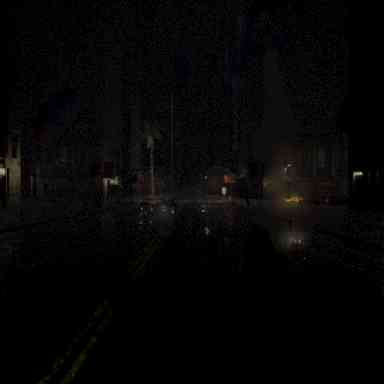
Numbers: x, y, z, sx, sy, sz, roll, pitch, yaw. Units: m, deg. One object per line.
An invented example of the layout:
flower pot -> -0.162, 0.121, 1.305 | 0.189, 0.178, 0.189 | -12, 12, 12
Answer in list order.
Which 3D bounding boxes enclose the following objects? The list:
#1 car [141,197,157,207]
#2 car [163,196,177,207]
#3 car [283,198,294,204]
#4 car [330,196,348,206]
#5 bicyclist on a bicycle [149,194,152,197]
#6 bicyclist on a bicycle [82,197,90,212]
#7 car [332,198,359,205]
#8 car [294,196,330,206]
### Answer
car -> -6.513, 1.449, 49.896 | 1.812, 1.442, 4.674 | 0, 0, 0
car -> -3.261, 1.416, 50.135 | 2.128, 1.511, 4.902 | 0, 0, 0
car -> 20.590, 1.731, 66.097 | 4.829, 1.417, 1.752 | 1, -1, 0
car -> 25.820, 1.583, 57.555 | 5.009, 1.841, 2.192 | 1, -1, 0
bicyclist on a bicycle -> -8.930, 1.238, 71.433 | 0.659, 1.776, 1.843 | 0, 0, -1
bicyclist on a bicycle -> -10.767, 1.264, 33.664 | 0.866, 1.612, 1.509 | 20, -11, -32
car -> 30.531, 1.892, 66.075 | 4.403, 1.369, 2.008 | 1, -1, 0
car -> 20.730, 1.743, 57.568 | 4.507, 1.381, 1.887 | 1, -1, 0
